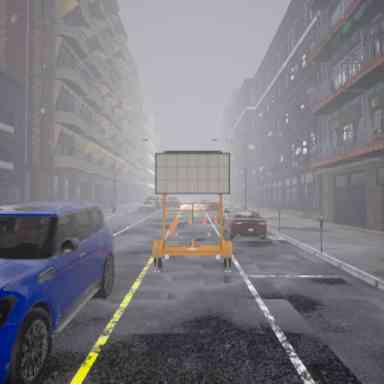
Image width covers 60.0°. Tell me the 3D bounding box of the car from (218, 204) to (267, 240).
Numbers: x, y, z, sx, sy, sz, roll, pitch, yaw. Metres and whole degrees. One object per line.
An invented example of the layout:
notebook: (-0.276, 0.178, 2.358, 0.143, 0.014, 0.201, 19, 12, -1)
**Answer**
car: (2.635, 1.562, 17.061, 1.887, 1.381, 4.507, 1, 0, 0)

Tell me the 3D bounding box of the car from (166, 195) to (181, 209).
car: (-2.705, 1.435, 46.172, 2.097, 1.767, 4.553, 0, 0, 0)

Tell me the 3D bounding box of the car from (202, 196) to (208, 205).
car: (2.720, 1.630, 44.715, 2.008, 1.369, 4.403, 1, 0, 0)

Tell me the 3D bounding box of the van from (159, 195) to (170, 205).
van: (-5.103, 1.475, 61.393, 1.690, 1.788, 3.998, 1, 0, 0)

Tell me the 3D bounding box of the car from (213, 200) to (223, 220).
car: (2.653, 1.552, 22.763, 1.752, 1.417, 4.829, 1, 0, 0)

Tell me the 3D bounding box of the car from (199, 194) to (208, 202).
car: (2.812, 1.543, 83.431, 2.192, 1.841, 5.009, 1, 0, 0)

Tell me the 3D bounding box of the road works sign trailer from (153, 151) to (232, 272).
road works sign trailer: (0.021, 0.473, 10.750, 2.380, 3.560, 2.880, 0, 0, 0)

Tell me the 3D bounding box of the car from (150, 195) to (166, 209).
car: (-5.153, 1.394, 44.803, 2.192, 1.841, 5.009, 2, 0, 0)

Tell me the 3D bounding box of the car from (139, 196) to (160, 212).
car: (-5.176, 1.590, 39.101, 1.752, 1.417, 4.829, 2, 0, 0)

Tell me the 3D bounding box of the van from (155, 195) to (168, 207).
van: (-5.119, 1.454, 55.861, 1.690, 1.788, 3.998, 2, 0, 0)

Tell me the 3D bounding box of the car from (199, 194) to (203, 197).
car: (2.789, 1.700, 66.836, 1.887, 1.381, 4.507, 1, 0, 0)

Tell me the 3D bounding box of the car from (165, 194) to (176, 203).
car: (-5.051, 1.518, 77.984, 2.192, 1.841, 5.009, 1, 0, 0)

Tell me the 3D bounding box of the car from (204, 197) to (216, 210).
car: (2.703, 1.609, 39.183, 1.887, 1.381, 4.507, 1, 0, 0)

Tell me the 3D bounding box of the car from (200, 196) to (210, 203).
car: (2.816, 1.619, 72.368, 1.967, 1.590, 4.097, 1, 0, 0)

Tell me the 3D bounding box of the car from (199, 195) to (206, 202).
car: (2.772, 1.678, 61.306, 1.887, 1.381, 4.507, 1, 0, 0)

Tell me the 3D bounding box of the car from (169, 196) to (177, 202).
car: (-5.023, 1.822, 89.045, 1.947, 1.339, 4.313, 1, 0, 0)

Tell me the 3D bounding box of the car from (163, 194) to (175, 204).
car: (-5.068, 1.494, 72.454, 2.192, 1.841, 5.009, 1, 0, 0)

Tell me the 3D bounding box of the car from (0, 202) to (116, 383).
car: (-2.834, 1.225, 5.554, 2.150, 2.045, 5.566, 0, 0, 0)
